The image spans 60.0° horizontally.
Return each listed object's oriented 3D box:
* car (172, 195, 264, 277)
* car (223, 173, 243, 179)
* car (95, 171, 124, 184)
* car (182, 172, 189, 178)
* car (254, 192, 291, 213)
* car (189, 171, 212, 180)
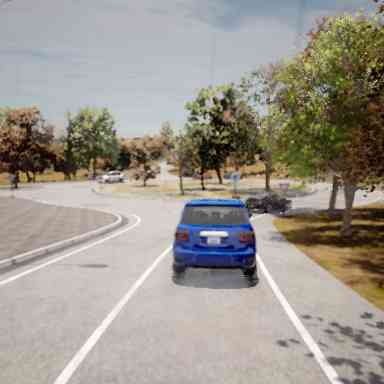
[{"bbox_3d":[0.726,1.197,10.421,2.150,2.045,5.566,1,1,5],"label":"car"},{"bbox_3d":[8.556,-3.351,69.551,4.181,1.385,1.994,2,6,22],"label":"car"},{"bbox_3d":[-14.244,-2.523,57.858,2.150,2.045,5.566,3,6,30],"label":"car"},{"bbox_3d":[-0.037,-3.851,74.408,4.902,1.511,2.128,5,7,42],"label":"car"},{"bbox_3d":[6.380,0.812,27.417,4.892,1.490,1.837,-2,4,-45],"label":"car"},{"bbox_3d":[1.964,-3.135,67.473,4.181,1.385,1.994,0,6,3],"label":"car"}]
